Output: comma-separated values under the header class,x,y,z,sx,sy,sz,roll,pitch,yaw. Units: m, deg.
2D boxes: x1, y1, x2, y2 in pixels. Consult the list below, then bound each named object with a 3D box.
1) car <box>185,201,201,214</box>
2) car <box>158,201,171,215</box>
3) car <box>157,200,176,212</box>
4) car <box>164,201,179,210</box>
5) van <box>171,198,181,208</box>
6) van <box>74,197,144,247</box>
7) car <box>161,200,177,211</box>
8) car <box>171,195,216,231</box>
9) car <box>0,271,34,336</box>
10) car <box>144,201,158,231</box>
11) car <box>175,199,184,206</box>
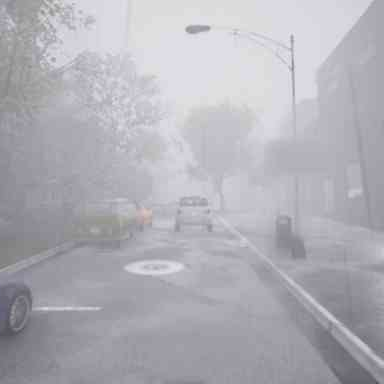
class,x,y,z,sx,sy,sz,roll,pitch,yaw
car,0.092,1.846,41.202,1.837,1.490,4.892,0,-1,0
car,-3.642,1.743,37.130,2.163,1.488,4.792,1,-2,2
car,-3.646,2.005,48.236,2.097,1.535,5.008,1,-2,2
car,-3.659,2.326,59.399,2.163,1.488,4.792,0,-1,2
van,-3.641,2.482,76.205,1.878,1.987,4.442,1,-1,2
van,-3.652,1.241,14.972,1.878,1.987,4.442,0,0,2
car,-3.655,2.150,53.795,2.097,1.535,5.008,0,-1,2
car,0.096,1.205,20.752,2.150,2.045,5.566,0,0,0
car,-3.654,1.517,3.711,2.002,1.452,4.674,0,0,2
car,-3.659,1.336,20.394,2.185,1.767,4.553,0,0,2
car,-3.420,2.941,93.160,2.185,1.767,4.553,-1,-1,2
